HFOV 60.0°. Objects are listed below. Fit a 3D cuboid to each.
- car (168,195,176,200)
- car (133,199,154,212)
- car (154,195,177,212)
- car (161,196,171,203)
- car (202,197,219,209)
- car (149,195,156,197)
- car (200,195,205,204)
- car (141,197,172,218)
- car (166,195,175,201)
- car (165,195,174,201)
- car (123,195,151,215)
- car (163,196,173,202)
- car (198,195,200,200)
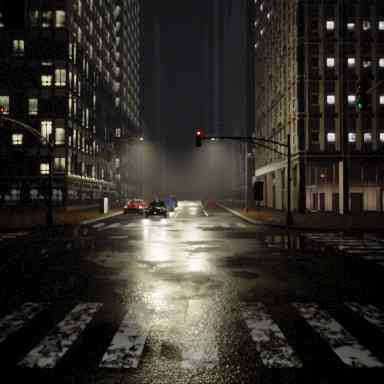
[{"bbox_3d":[-5.716,1.602,95.064,1.947,1.339,4.313,1,0,0],"label":"car"},{"bbox_3d":[-5.693,1.596,39.312,1.802,1.307,4.206,1,0,0],"label":"car"},{"bbox_3d":[-3.114,1.492,39.826,1.882,1.535,5.008,0,0,0],"label":"car"},{"bbox_3d":[-5.706,1.571,72.763,1.887,1.381,4.507,1,0,0],"label":"car"},{"bbox_3d":[2.684,1.598,44.953,1.802,1.307,4.206,1,0,0],"label":"car"},{"bbox_3d":[-5.690,1.331,44.888,2.192,1.841,5.009,1,0,0],"label":"car"},{"bbox_3d":[2.682,1.546,56.278,1.752,1.417,4.829,1,0,0],"label":"car"},{"bbox_3d":[-3.111,1.515,30.320,1.837,1.490,4.892,0,0,0],"label":"car"},{"bbox_3d":[-5.713,1.585,89.489,2.008,1.369,4.403,1,0,0],"label":"car"},{"bbox_3d":[-5.711,1.576,83.913,1.887,1.381,4.507,1,0,0],"label":"car"},{"bbox_3d":[-5.688,1.452,33.737,1.967,1.590,4.097,1,0,0],"label":"car"},{"bbox_3d":[-5.708,1.580,78.338,2.008,1.369,4.403,1,0,0],"label":"car"},{"bbox_3d":[2.678,1.588,61.686,1.947,1.339,4.313,1,0,0],"label":"car"}]
